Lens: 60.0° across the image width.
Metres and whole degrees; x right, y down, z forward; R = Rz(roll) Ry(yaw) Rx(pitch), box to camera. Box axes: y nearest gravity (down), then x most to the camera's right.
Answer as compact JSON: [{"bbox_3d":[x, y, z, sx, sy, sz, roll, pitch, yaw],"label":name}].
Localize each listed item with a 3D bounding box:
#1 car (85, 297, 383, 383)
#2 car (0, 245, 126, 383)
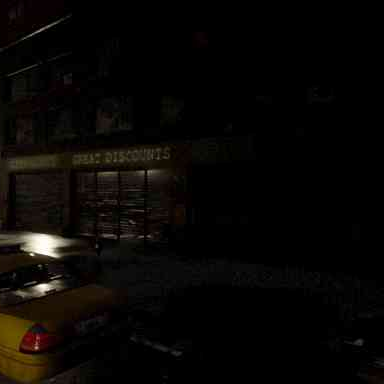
[{"bbox_3d":[1.628,1.551,1.922,4.403,1.369,2.008,0,1,36],"label":"car"},{"bbox_3d":[-3.056,1.523,5.267,4.829,1.417,1.752,0,1,36],"label":"car"}]
